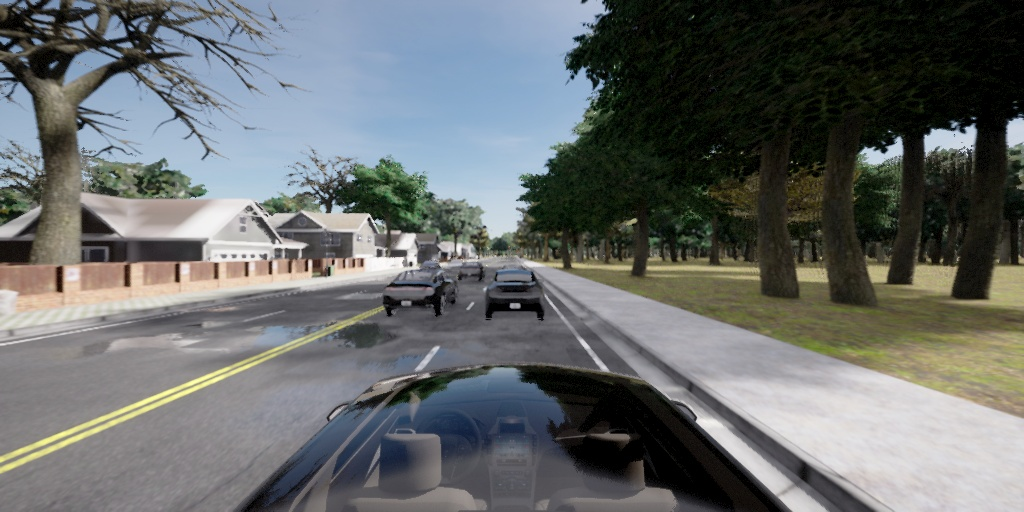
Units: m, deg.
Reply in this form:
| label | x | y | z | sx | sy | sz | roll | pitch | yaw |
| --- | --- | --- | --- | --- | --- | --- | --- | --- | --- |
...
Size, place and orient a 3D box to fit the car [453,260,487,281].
| label | x | y | z | sx | sy | sz | roll | pitch | yaw |
| --- | --- | --- | --- | --- | --- | --- | --- | --- | --- |
| car | -3.170 | 1.172 | 29.178 | 2.128 | 1.511 | 4.902 | 0 | 0 | 0 |

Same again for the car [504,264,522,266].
| label | x | y | z | sx | sy | sz | roll | pitch | yaw |
| --- | --- | --- | --- | --- | --- | --- | --- | --- | --- |
| car | 0.078 | 1.285 | 27.581 | 1.895 | 1.301 | 4.718 | 0 | 0 | 0 |

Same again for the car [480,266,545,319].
| label | x | y | z | sx | sy | sz | roll | pitch | yaw |
| --- | --- | --- | --- | --- | --- | --- | --- | --- | --- |
| car | 0.084 | 1.220 | 12.644 | 1.837 | 1.490 | 4.892 | 0 | -1 | 0 |

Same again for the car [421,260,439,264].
| label | x | y | z | sx | sy | sz | roll | pitch | yaw |
| --- | --- | --- | --- | --- | --- | --- | --- | --- | --- |
| car | -9.847 | 1.215 | 43.173 | 1.994 | 1.385 | 4.181 | 0 | 0 | 0 |

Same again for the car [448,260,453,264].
| label | x | y | z | sx | sy | sz | roll | pitch | yaw |
| --- | --- | --- | --- | --- | --- | --- | --- | --- | --- |
| car | -6.599 | 1.177 | 42.662 | 1.812 | 1.442 | 4.674 | 0 | 0 | 0 |

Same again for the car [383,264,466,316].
| label | x | y | z | sx | sy | sz | roll | pitch | yaw |
| --- | --- | --- | --- | --- | --- | --- | --- | --- | --- |
| car | -3.170 | 1.209 | 13.208 | 2.128 | 1.511 | 4.902 | 0 | 0 | 0 |
